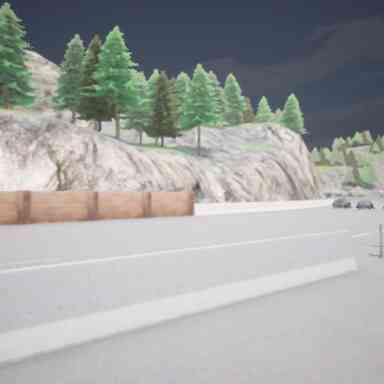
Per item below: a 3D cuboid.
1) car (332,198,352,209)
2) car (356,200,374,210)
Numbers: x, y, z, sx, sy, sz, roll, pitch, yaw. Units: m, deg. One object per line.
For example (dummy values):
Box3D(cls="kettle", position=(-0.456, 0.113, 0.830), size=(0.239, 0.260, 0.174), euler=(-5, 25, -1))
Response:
Box3D(cls="car", position=(23.939, 1.745, 53.051), size=(2.097, 1.767, 4.553), euler=(0, 0, 37))
Box3D(cls="car", position=(26.080, 1.914, 50.084), size=(1.812, 1.442, 4.674), euler=(0, 0, 37))
